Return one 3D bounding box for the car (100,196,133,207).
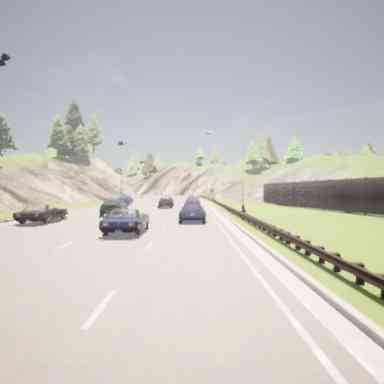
[{"bbox_3d":[-6.891,1.381,29.763,1.837,1.490,4.892,0,1,0],"label":"car"}]

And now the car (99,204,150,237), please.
[{"bbox_3d":[-3.396,1.526,17.617,1.895,1.301,4.718,0,0,0],"label":"car"}]

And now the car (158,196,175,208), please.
[{"bbox_3d":[-3.358,1.297,44.105,2.128,1.511,4.902,0,0,0],"label":"car"}]

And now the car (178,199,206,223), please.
[{"bbox_3d":[0.024,1.453,24.425,1.994,1.385,4.181,0,0,0],"label":"car"}]

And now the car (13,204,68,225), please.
[{"bbox_3d":[-10.394,1.510,23.297,1.895,1.301,4.718,0,0,0],"label":"car"}]

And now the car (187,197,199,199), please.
[{"bbox_3d":[0.078,1.300,39.129,1.882,1.535,5.008,0,1,1],"label":"car"}]

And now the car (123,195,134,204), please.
[{"bbox_3d":[-10.328,1.259,51.614,1.882,1.535,5.008,0,0,0],"label":"car"}]
